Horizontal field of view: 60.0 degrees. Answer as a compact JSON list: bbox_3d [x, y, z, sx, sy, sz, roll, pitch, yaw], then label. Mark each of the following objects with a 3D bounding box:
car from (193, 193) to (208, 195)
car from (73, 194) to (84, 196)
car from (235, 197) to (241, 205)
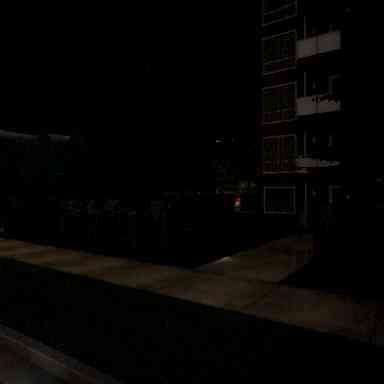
[{"bbox_3d":[1.754,1.224,53.517,2.150,2.045,5.566,0,0,36],"label":"car"},{"bbox_3d":[-10.578,1.219,36.413,2.150,2.045,5.566,0,0,36],"label":"car"},{"bbox_3d":[9.302,1.477,58.069,1.882,1.535,5.008,0,0,36],"label":"car"}]
